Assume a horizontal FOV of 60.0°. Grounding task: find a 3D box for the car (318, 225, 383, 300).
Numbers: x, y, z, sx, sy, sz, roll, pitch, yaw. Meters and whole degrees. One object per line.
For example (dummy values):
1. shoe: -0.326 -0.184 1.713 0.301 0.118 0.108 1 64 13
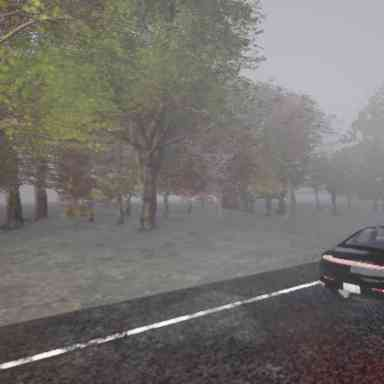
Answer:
1. car: 4.796 1.487 7.295 4.902 1.511 2.128 0 0 -36
